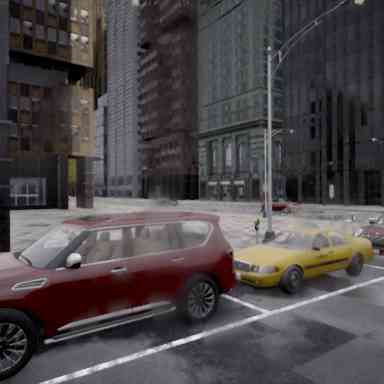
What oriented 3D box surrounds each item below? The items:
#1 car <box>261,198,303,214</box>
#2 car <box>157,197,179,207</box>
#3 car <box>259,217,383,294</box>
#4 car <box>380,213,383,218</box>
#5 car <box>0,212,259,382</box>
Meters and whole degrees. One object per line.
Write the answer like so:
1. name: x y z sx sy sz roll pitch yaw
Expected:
1. car: 9.619 1.394 35.829 2.097 1.767 4.553 0 0 -35
2. car: -4.074 1.616 55.140 1.837 1.490 4.892 0 0 -35
3. car: 2.933 1.517 8.745 4.829 1.417 1.752 0 0 -36
4. car: 7.632 1.426 12.098 4.097 1.590 1.967 0 0 -36
5. car: -1.490 1.313 5.591 5.009 1.841 2.192 0 0 -36
